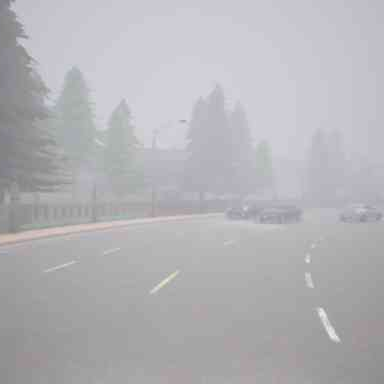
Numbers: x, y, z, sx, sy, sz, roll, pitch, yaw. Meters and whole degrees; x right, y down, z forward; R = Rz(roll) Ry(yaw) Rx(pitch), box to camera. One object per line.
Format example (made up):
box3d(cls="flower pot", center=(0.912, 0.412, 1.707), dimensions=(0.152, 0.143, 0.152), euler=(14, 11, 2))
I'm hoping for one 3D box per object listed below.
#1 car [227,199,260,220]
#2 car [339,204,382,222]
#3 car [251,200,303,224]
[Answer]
box3d(cls="car", center=(5.028, 1.423, 28.852), dimensions=(2.097, 1.767, 4.553), euler=(1, 0, 44))
box3d(cls="car", center=(14.202, 1.706, 28.097), dimensions=(4.674, 1.442, 1.812), euler=(1, 0, -39))
box3d(cls="car", center=(6.943, 1.600, 25.840), dimensions=(1.837, 1.490, 4.892), euler=(0, -1, 43))
